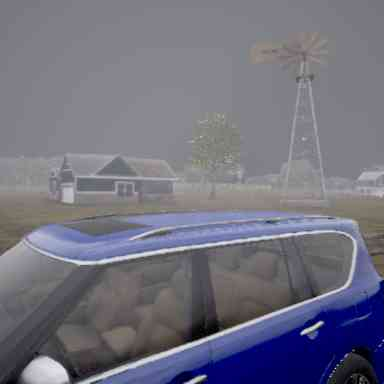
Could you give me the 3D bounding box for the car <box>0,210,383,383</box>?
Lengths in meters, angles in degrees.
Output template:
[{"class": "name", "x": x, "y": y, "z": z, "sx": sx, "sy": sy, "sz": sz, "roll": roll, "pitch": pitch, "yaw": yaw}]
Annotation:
[{"class": "car", "x": -0.551, "y": 1.225, "z": 2.666, "sx": 5.566, "sy": 2.045, "sz": 2.150, "roll": 0, "pitch": 0, "yaw": -35}]
